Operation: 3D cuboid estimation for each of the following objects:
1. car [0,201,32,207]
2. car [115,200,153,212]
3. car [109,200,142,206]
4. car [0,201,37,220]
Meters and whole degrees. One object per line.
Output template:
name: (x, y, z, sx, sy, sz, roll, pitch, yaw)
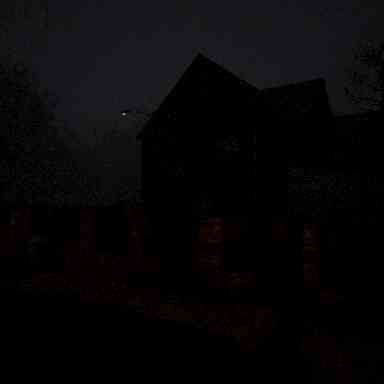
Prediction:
car: (-14.739, 1.616, 25.178, 1.994, 1.385, 4.181, 0, 0, 35)
car: (-7.183, 1.714, 41.472, 1.895, 1.301, 4.718, 0, 0, 35)
car: (-7.473, 1.600, 35.440, 1.837, 1.490, 4.892, 0, -1, 35)
car: (-16.280, 1.553, 28.628, 2.128, 1.511, 4.902, 0, 0, 35)
